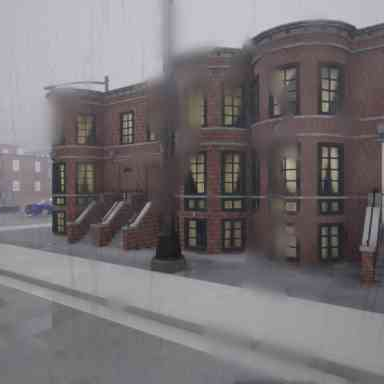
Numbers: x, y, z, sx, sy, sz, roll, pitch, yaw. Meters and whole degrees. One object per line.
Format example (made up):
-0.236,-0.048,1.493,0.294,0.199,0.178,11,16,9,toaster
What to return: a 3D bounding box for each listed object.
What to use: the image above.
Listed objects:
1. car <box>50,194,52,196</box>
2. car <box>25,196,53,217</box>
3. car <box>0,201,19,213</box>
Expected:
-17.592,1.221,43.743,2.150,2.045,5.566,0,0,36,car
-13.144,1.477,31.624,1.882,1.535,5.008,0,0,36,car
-20.120,1.564,34.188,1.994,1.385,4.181,0,0,36,car
